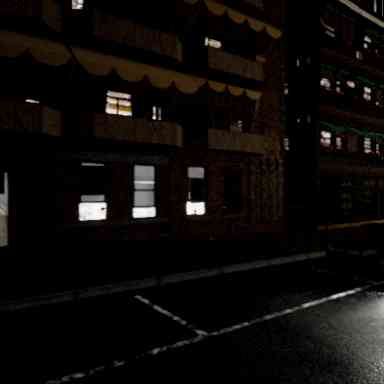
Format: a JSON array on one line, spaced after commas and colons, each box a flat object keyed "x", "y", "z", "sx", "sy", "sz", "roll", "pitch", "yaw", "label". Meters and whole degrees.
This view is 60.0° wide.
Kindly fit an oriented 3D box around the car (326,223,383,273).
[{"x": 6.156, "y": 1.692, "z": 10.914, "sx": 4.206, "sy": 1.307, "sz": 1.802, "roll": 1, "pitch": -1, "yaw": -35, "label": "car"}]
